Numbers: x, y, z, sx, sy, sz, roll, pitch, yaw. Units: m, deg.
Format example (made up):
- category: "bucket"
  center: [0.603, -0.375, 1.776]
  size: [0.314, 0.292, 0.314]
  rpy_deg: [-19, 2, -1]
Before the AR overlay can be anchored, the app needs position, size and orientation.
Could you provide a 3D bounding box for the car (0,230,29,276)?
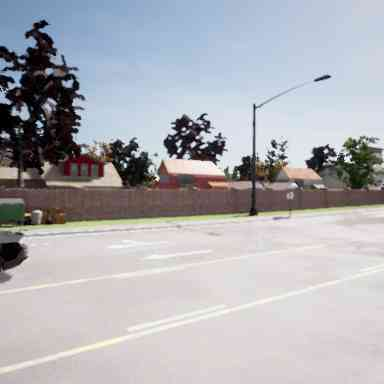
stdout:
- category: "car"
  center: [-6.583, 1.485, 7.894]
  size: [4.902, 1.511, 2.128]
  rpy_deg: [1, 0, -36]
